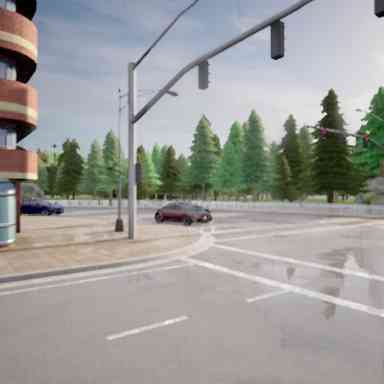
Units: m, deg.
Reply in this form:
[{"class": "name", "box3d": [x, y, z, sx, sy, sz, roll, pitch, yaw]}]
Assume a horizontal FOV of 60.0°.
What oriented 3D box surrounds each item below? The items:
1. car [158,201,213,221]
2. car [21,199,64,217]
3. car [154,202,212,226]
[{"class": "car", "box3d": [-0.551, 1.496, 27.526, 4.181, 1.385, 1.994, 0, 0, 35]}, {"class": "car", "box3d": [-14.206, 1.417, 30.589, 5.008, 1.535, 1.882, 0, 0, 15]}, {"class": "car", "box3d": [-0.667, 1.498, 23.024, 4.181, 1.385, 1.994, 0, 0, 40]}]
